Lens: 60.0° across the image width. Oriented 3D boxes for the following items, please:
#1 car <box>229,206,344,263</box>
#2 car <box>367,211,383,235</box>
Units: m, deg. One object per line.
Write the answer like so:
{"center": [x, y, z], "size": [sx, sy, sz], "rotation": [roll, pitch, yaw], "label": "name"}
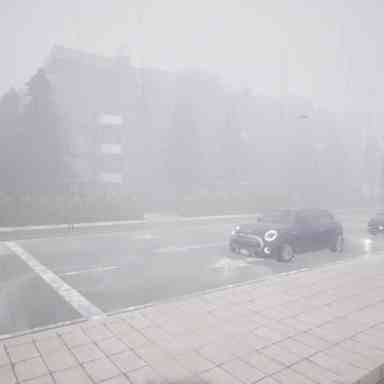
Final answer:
{"center": [3.512, 1.354, 12.108], "size": [4.553, 1.767, 2.097], "rotation": [0, 0, -36], "label": "car"}
{"center": [11.230, 1.510, 17.708], "size": [4.892, 1.490, 1.837], "rotation": [0, 0, -36], "label": "car"}
